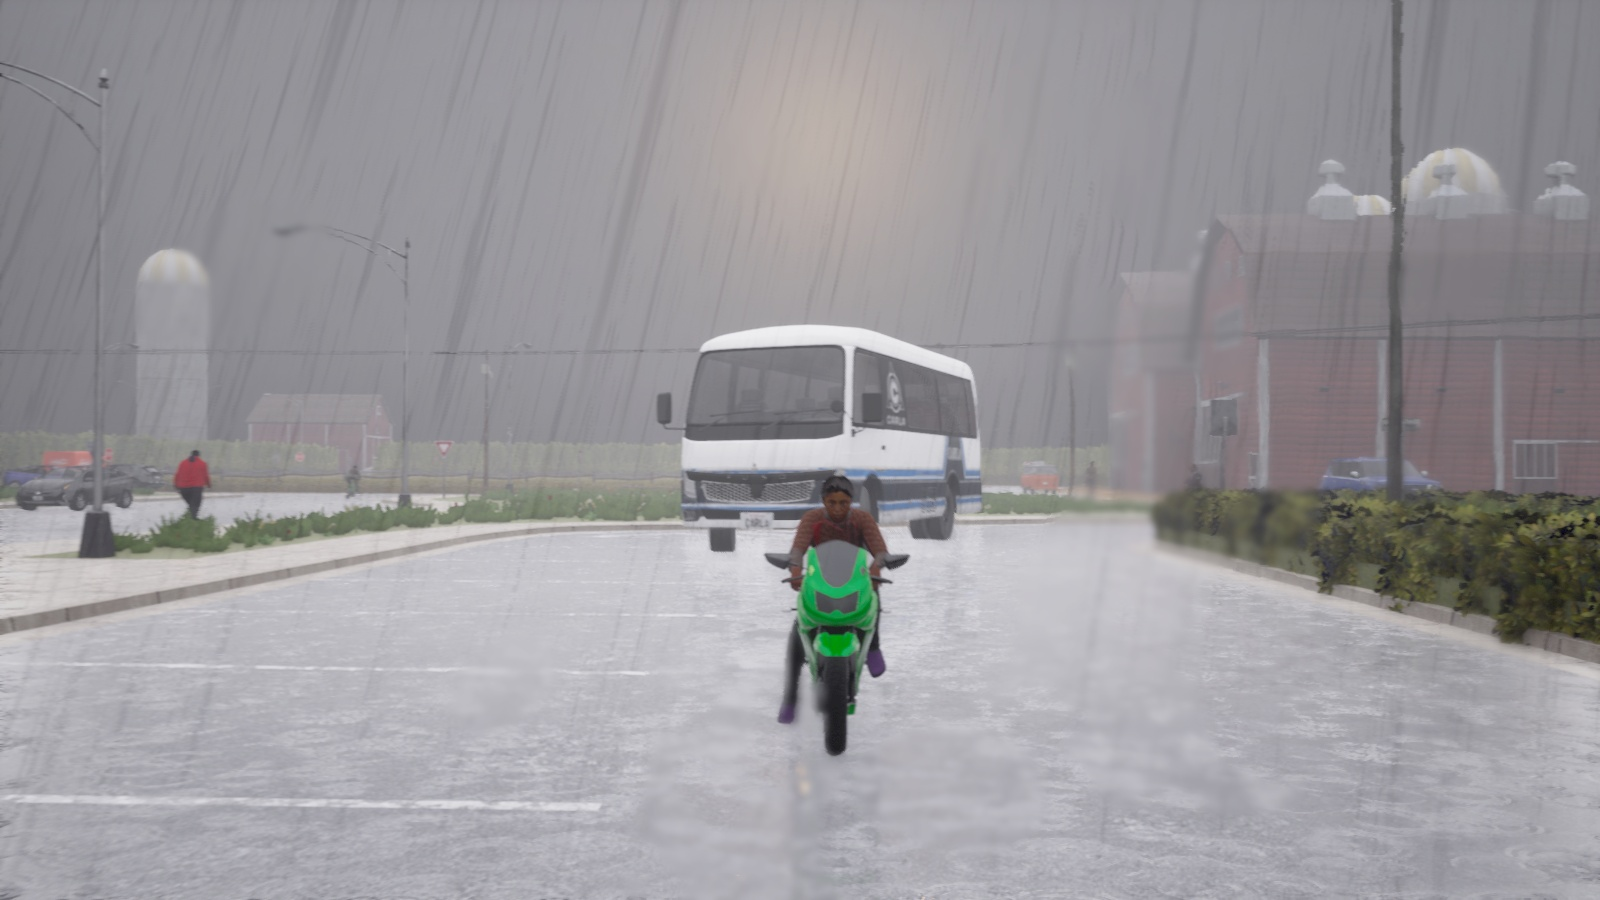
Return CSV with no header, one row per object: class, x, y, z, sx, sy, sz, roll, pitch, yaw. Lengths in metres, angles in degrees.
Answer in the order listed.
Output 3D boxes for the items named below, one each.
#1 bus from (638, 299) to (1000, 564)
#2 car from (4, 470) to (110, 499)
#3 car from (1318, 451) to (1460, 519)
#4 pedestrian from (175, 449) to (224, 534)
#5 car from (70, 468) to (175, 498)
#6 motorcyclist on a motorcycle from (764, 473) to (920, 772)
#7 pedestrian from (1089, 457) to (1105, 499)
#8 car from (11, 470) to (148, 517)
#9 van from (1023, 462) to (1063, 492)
bus,0.967,-0.184,25.614,3.944,4.253,10.273,-1,-1,22
car,-39.729,1.834,67.191,4.514,1.525,2.007,0,-1,3
car,18.812,1.099,40.444,2.150,2.045,5.566,0,-1,2
pedestrian,-13.134,0.901,27.487,0.634,1.844,0.899,0,-1,1
car,-38.041,1.865,70.594,4.856,1.649,2.033,0,-1,2
motorcyclist on a motorcycle,0.250,0.905,7.477,0.797,1.523,2.044,0,-1,2
pedestrian,12.840,1.211,54.283,0.328,1.805,0.869,0,-1,-9
car,-24.707,1.450,43.276,2.007,1.525,4.514,0,-1,2
van,16.149,1.781,83.514,1.775,1.987,4.442,0,-1,0
